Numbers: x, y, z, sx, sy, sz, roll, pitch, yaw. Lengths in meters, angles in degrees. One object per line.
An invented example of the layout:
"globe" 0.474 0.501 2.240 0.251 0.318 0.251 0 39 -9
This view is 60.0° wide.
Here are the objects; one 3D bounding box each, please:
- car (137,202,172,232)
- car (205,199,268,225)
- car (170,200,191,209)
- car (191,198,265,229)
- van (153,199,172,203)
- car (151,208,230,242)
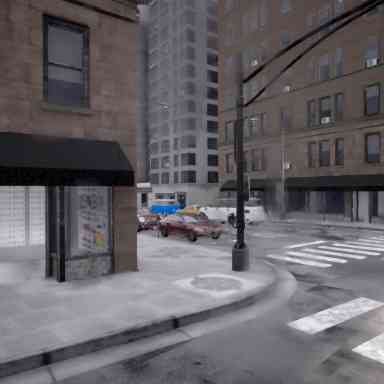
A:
"car" -3.446 1.706 22.107 1.967 1.590 4.097 -1 0 -36
"car" 3.469 1.522 27.088 2.192 1.841 5.009 -1 0 -36
"car" 0.158 1.805 31.694 1.752 1.417 4.829 -1 0 -36
"car" 2.654 1.420 23.684 2.150 2.045 5.566 0 0 -36
"van" -2.962 1.689 36.022 1.690 1.788 3.998 -1 0 -36
"car" -0.227 1.778 17.639 1.802 1.307 4.206 -1 0 -36
